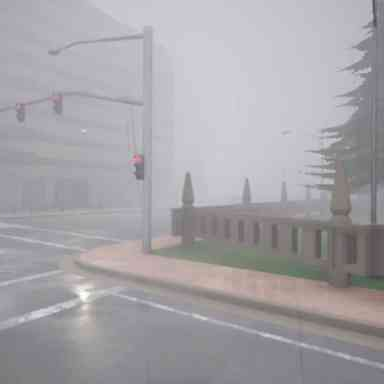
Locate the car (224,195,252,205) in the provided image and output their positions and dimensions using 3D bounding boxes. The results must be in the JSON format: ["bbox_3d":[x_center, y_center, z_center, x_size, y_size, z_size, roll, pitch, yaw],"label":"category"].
[{"bbox_3d":[6.094,1.248,43.749,2.097,1.767,4.553,1,0,35],"label":"car"}]
